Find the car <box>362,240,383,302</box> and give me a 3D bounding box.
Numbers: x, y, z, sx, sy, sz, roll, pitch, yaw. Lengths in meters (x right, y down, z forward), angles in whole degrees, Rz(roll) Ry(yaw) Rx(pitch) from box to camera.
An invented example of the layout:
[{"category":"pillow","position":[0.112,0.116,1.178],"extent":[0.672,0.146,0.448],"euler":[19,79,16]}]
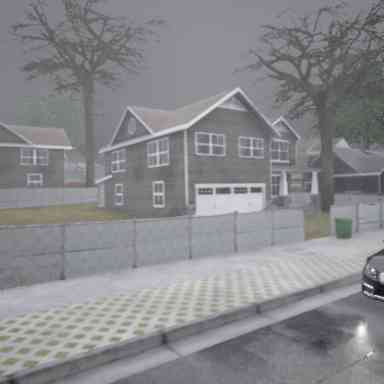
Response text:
[{"category":"car","position":[5.495,1.403,7.043],"extent":[4.902,1.511,2.128],"euler":[-1,0,-36]}]
